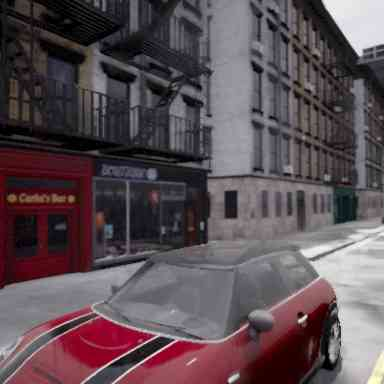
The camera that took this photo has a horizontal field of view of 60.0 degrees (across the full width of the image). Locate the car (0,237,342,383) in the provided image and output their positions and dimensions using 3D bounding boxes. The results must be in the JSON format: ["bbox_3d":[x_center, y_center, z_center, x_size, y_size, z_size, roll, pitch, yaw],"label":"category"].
[{"bbox_3d":[0.121,1.490,3.889,2.097,1.767,4.553,-2,-2,38],"label":"car"}]
